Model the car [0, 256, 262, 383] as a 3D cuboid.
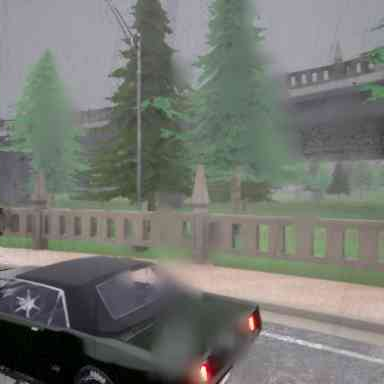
[{"bbox_3d":[-1.622,1.568,4.428,4.718,1.301,1.895,0,0,29],"label":"car"}]
